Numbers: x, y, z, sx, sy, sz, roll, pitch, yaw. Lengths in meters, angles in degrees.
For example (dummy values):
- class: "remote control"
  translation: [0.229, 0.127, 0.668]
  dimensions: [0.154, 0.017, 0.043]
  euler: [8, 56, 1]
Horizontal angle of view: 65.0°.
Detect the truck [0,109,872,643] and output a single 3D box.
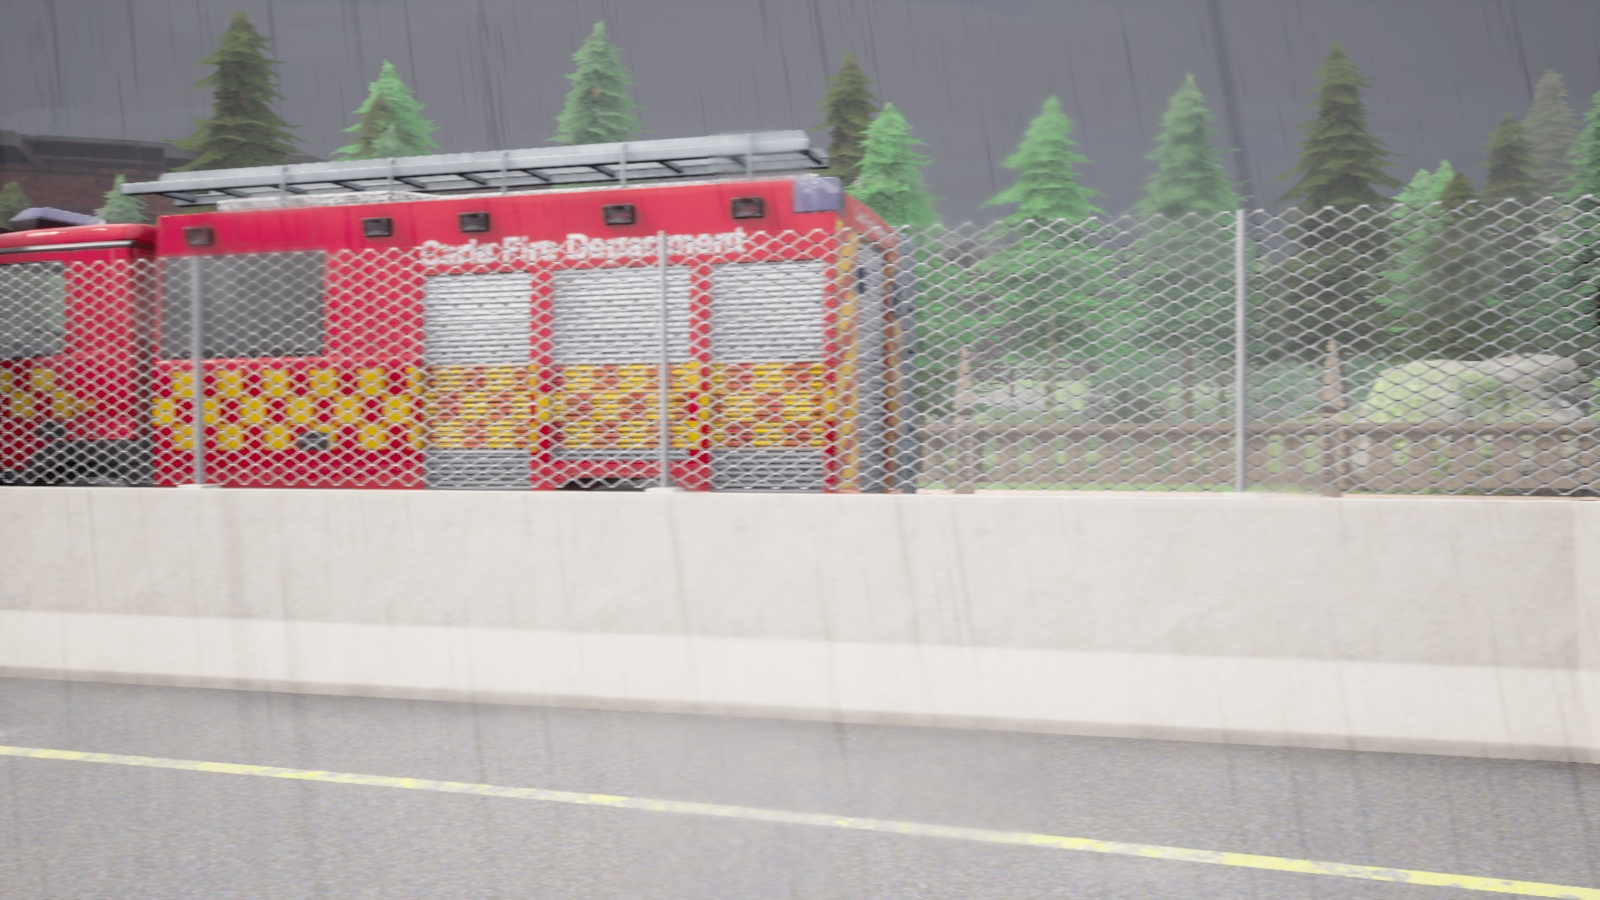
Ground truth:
- class: "truck"
  translation: [-3.793, -0.581, 11.495]
  dimensions: [8.468, 3.827, 2.891]
  euler: [0, 1, 15]
